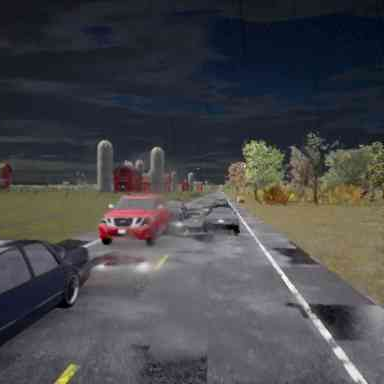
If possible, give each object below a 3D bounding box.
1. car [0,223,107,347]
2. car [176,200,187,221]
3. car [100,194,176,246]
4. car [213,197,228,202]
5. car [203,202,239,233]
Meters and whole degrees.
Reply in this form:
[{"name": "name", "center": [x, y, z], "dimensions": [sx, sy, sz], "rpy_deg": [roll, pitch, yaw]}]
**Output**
[{"name": "car", "center": [-3.264, 1.487, 5.081], "dimensions": [2.033, 1.411, 5.357], "rpy_deg": [1, 0, 5]}, {"name": "car", "center": [-1.464, 1.371, 25.645], "dimensions": [1.837, 1.490, 4.892], "rpy_deg": [1, 0, 5]}, {"name": "car", "center": [-2.368, 1.125, 15.269], "dimensions": [2.150, 2.045, 5.566], "rpy_deg": [1, 0, 5]}, {"name": "car", "center": [3.766, 1.337, 43.347], "dimensions": [2.128, 1.511, 4.902], "rpy_deg": [1, 0, 5]}, {"name": "car", "center": [1.698, 1.494, 19.380], "dimensions": [1.994, 1.385, 4.181], "rpy_deg": [1, 0, 5]}]
